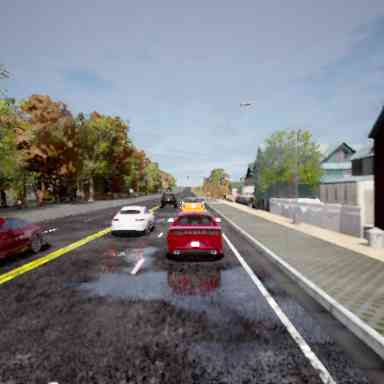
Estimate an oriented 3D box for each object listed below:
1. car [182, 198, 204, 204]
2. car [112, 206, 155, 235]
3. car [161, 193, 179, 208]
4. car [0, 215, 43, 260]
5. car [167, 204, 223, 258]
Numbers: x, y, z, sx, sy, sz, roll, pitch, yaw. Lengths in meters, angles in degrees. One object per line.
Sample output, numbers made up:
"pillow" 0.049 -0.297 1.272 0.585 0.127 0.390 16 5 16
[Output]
"car" 0.098 1.302 31.405 2.097 1.767 4.553 0 0 0
"car" -3.151 1.499 18.395 1.812 1.442 4.674 0 0 0
"car" -3.154 1.143 47.074 2.150 2.045 5.566 0 0 0
"car" -6.526 1.511 10.750 1.812 1.442 4.674 0 0 1
"car" 0.100 1.461 12.793 1.882 1.535 5.008 0 0 0
